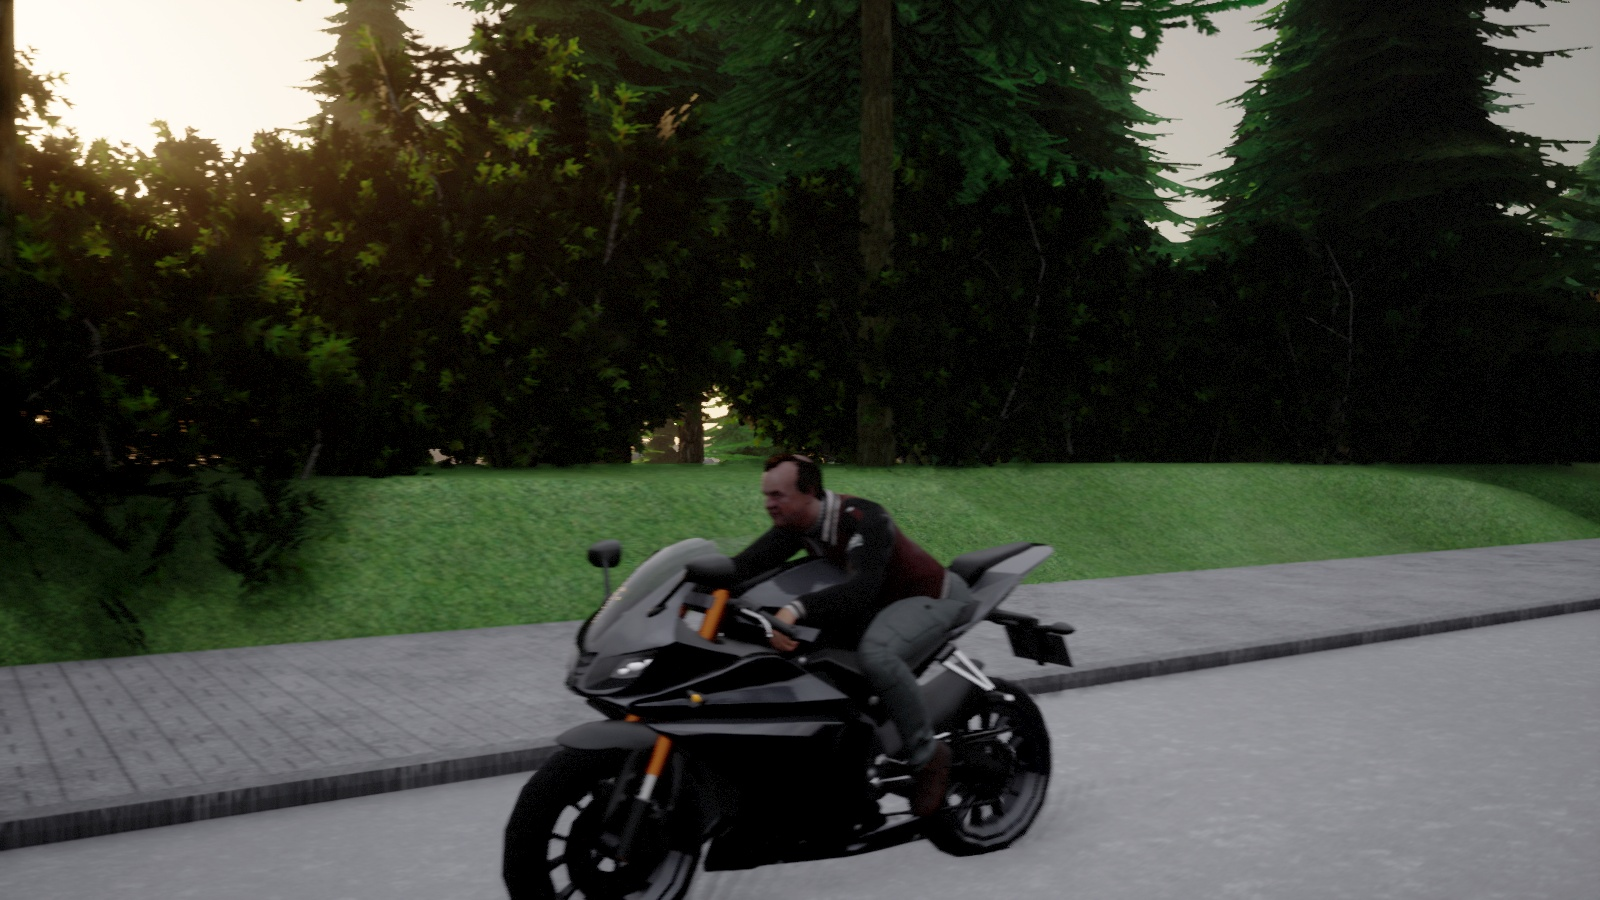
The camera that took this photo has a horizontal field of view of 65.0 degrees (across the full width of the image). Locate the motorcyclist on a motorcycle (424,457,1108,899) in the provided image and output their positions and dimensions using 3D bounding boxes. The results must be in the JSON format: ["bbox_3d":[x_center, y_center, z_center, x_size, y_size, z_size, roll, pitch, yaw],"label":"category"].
[{"bbox_3d":[-0.042,0.791,4.239,2.191,1.530,0.866,0,0,-35],"label":"motorcyclist on a motorcycle"}]
